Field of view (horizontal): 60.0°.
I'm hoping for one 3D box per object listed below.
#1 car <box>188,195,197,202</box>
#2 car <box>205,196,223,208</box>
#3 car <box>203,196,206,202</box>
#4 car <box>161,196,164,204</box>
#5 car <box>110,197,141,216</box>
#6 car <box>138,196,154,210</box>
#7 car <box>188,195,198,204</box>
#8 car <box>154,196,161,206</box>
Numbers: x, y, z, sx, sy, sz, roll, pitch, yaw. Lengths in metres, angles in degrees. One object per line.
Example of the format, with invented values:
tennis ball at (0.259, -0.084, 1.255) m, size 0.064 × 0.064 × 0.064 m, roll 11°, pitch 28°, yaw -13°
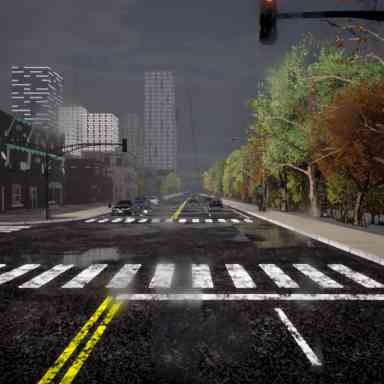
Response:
car at (0.157, 1.470, 74.398) m, size 1.837 × 1.490 × 4.892 m, roll 0°, pitch 0°, yaw 0°
car at (3.451, 1.530, 49.156) m, size 2.033 × 1.411 × 5.357 m, roll 0°, pitch 0°, yaw 0°
car at (3.412, 1.511, 74.018) m, size 2.033 × 1.411 × 5.357 m, roll 0°, pitch 0°, yaw 0°
car at (-6.413, 1.468, 63.517) m, size 2.128 × 1.511 × 4.902 m, roll 0°, pitch 0°, yaw 1°
car at (-6.524, 1.516, 32.588) m, size 1.812 × 1.442 × 4.674 m, roll 0°, pitch 0°, yaw 0°
car at (-6.500, 1.337, 42.781) m, size 2.097 × 1.767 × 4.553 m, roll 0°, pitch 0°, yaw 0°
car at (0.233, 1.577, 64.032) m, size 1.895 × 1.301 × 4.718 m, roll 0°, pitch 0°, yaw 0°
car at (-6.472, 1.507, 53.074) m, size 1.812 × 1.442 × 4.674 m, roll 0°, pitch 0°, yaw 0°
